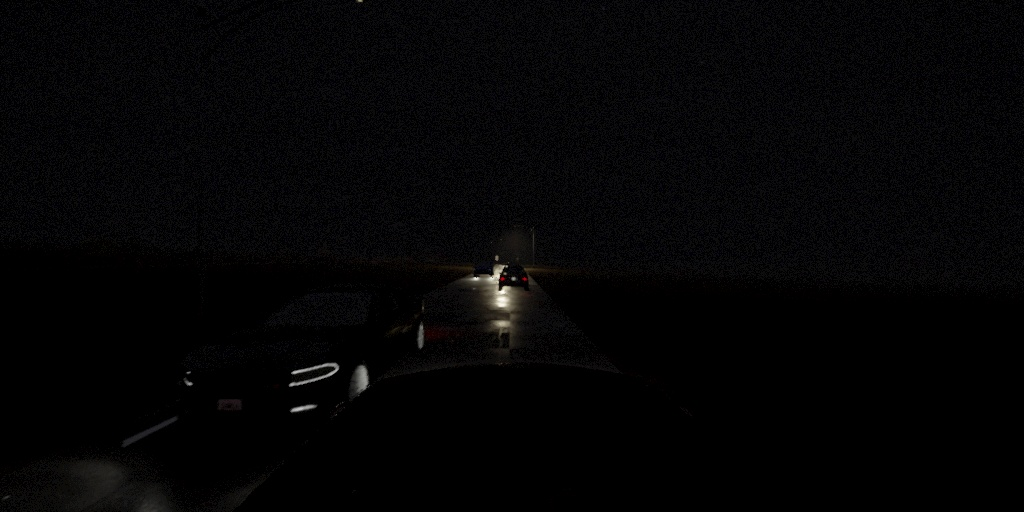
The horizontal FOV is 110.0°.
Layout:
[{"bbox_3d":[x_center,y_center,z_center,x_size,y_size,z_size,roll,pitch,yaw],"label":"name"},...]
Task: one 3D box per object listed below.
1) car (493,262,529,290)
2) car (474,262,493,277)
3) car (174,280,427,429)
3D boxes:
[{"bbox_3d":[0.092,1.329,22.469,2.033,1.411,5.357,0,0,0],"label":"car"},{"bbox_3d":[-2.855,1.319,37.172,1.882,1.535,5.008,0,-1,0],"label":"car"},{"bbox_3d":[-2.839,1.229,6.103,1.882,1.535,5.008,0,0,0],"label":"car"}]
